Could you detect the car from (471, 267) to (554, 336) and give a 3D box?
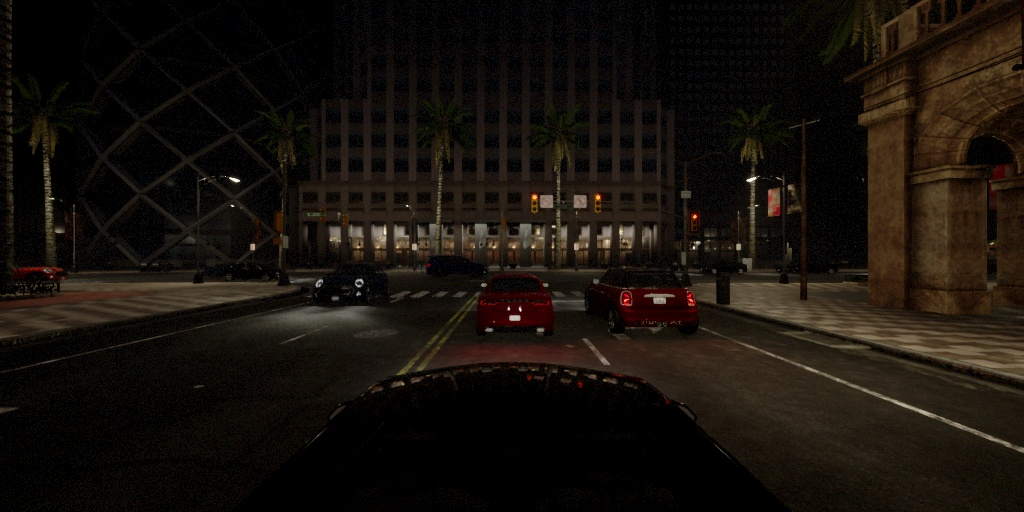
[{"bbox_3d":[0.080,1.228,10.455,1.882,1.535,5.008,0,0,0],"label":"car"}]

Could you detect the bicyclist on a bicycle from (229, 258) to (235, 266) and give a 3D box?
[{"bbox_3d":[-35.748,1.050,45.712,0.582,1.620,1.656,0,0,-12],"label":"bicyclist on a bicycle"}]

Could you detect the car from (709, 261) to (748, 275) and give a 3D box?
[{"bbox_3d":[23.171,1.255,39.380,4.892,1.490,1.837,0,0,0],"label":"car"}]

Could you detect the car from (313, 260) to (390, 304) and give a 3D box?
[{"bbox_3d":[-7.155,1.102,16.461,2.097,1.767,4.553,0,0,-4],"label":"car"}]

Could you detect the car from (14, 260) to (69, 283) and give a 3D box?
[{"bbox_3d":[-36.318,1.101,26.445,4.553,1.767,2.097,0,0,-24],"label":"car"}]

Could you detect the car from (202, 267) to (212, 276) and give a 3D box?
[{"bbox_3d":[-24.425,1.297,32.102,5.357,1.411,2.033,0,0,-2],"label":"car"}]

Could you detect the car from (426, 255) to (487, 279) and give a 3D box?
[{"bbox_3d":[-4.902,0.971,32.262,5.566,2.045,2.150,0,0,0],"label":"car"}]

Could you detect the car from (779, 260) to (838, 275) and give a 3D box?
[{"bbox_3d":[32.779,1.228,39.348,5.008,1.535,1.882,0,0,0],"label":"car"}]

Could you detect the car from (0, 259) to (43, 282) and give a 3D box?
[{"bbox_3d":[-40.882,1.101,28.116,4.553,1.767,2.097,0,0,-31],"label":"car"}]

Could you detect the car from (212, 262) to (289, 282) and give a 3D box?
[{"bbox_3d":[-20.495,1.254,28.608,4.892,1.490,1.837,0,0,0],"label":"car"}]

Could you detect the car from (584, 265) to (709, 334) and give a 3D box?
[{"bbox_3d":[3.582,1.102,10.796,2.097,1.767,4.553,0,0,0],"label":"car"}]
